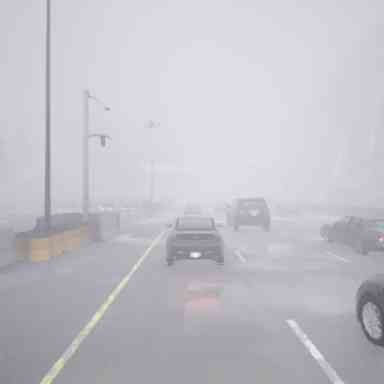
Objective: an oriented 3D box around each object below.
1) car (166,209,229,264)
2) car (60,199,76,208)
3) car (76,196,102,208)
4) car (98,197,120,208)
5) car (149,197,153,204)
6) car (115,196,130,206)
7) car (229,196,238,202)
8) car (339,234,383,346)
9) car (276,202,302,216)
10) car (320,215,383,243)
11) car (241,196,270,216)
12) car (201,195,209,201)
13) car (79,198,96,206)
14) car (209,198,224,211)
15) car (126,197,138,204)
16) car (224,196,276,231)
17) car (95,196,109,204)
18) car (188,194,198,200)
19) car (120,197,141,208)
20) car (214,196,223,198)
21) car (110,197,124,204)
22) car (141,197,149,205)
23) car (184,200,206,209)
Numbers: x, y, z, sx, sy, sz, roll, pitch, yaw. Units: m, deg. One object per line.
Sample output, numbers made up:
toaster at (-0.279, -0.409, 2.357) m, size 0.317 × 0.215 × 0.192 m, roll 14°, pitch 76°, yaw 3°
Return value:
car at (0.102, 1.601, 12.139) m, size 1.837 × 1.490 × 4.892 m, roll 0°, pitch 0°, yaw 0°
car at (-20.980, 1.883, 56.976) m, size 1.882 × 1.535 × 5.008 m, roll 0°, pitch 0°, yaw 0°
car at (-17.482, 1.757, 56.728) m, size 2.097 × 1.767 × 4.553 m, roll 0°, pitch 0°, yaw 0°
car at (-13.982, 1.968, 56.679) m, size 1.994 × 1.385 × 4.181 m, roll 0°, pitch 0°, yaw 0°
car at (-10.319, 1.892, 77.495) m, size 1.882 × 1.535 × 5.008 m, roll 0°, pitch 0°, yaw 0°
car at (-13.904, 1.789, 66.930) m, size 2.097 × 1.767 × 4.553 m, roll 0°, pitch 0°, yaw 0°
car at (10.749, 1.885, 85.894) m, size 1.812 × 1.442 × 4.674 m, roll 0°, pitch 0°, yaw 0°
car at (3.604, 1.533, 3.530) m, size 1.837 × 1.490 × 4.892 m, roll 0°, pitch -1°, yaw 0°
car at (10.608, 1.837, 37.106) m, size 2.033 × 1.411 × 5.357 m, roll 0°, pitch 0°, yaw 0°
car at (7.103, 1.655, 13.686) m, size 2.033 × 1.411 × 5.357 m, roll 0°, pitch 0°, yaw 0°
car at (7.109, 1.517, 37.866) m, size 2.150 × 2.045 × 5.566 m, roll 0°, pitch 0°, yaw 0°
car at (3.754, 1.860, 86.565) m, size 1.837 × 1.490 × 4.892 m, roll 0°, pitch 0°, yaw 0°
car at (-20.905, 1.991, 66.835) m, size 1.994 × 1.385 × 4.181 m, roll 0°, pitch 0°, yaw 0°
car at (3.609, 1.815, 41.394) m, size 2.128 × 1.511 × 4.902 m, roll 0°, pitch 0°, yaw 0°
car at (-13.820, 1.916, 77.327) m, size 1.837 × 1.490 × 4.892 m, roll 0°, pitch 0°, yaw 0°
car at (3.605, 1.396, 21.887) m, size 2.150 × 2.045 × 5.566 m, roll 0°, pitch 0°, yaw 0°
car at (-20.822, 1.773, 77.135) m, size 2.097 × 1.767 × 4.553 m, roll 0°, pitch 0°, yaw 0°
car at (0.246, 1.586, 85.589) m, size 2.150 × 2.045 × 5.566 m, roll 0°, pitch 0°, yaw 0°
car at (-10.482, 1.929, 56.662) m, size 1.812 × 1.442 × 4.674 m, roll 0°, pitch 0°, yaw 0°
car at (7.251, 1.958, 86.228) m, size 1.895 × 1.301 × 4.718 m, roll 0°, pitch 0°, yaw 0°
car at (-17.324, 1.958, 76.946) m, size 2.033 × 1.411 × 5.357 m, roll 0°, pitch 0°, yaw 0°
car at (-10.402, 1.913, 67.064) m, size 1.882 × 1.535 × 5.008 m, roll 0°, pitch 0°, yaw 0°
car at (0.109, 1.825, 35.173) m, size 2.033 × 1.411 × 5.357 m, roll 0°, pitch 0°, yaw 0°
